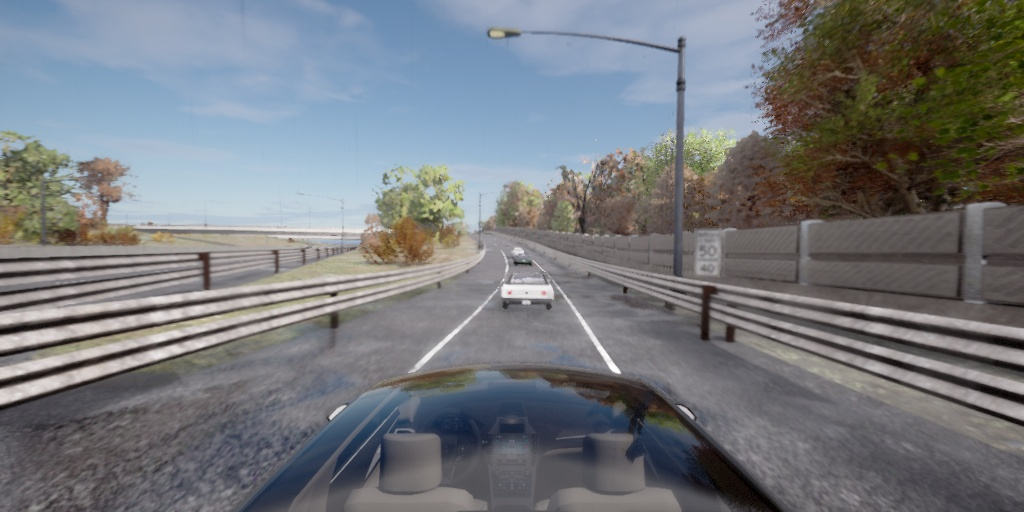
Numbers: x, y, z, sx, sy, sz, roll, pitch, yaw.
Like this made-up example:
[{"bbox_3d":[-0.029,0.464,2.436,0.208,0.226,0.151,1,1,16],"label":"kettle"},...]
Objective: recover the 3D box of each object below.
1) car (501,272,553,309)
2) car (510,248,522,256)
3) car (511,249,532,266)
[{"bbox_3d":[0.659,1.317,14.821,1.895,1.301,4.718,1,1,4],"label":"car"},{"bbox_3d":[0.797,-0.493,51.786,1.812,1.442,4.674,1,5,-3],"label":"car"},{"bbox_3d":[1.202,0.339,40.696,1.994,1.385,4.181,1,3,-2],"label":"car"}]
